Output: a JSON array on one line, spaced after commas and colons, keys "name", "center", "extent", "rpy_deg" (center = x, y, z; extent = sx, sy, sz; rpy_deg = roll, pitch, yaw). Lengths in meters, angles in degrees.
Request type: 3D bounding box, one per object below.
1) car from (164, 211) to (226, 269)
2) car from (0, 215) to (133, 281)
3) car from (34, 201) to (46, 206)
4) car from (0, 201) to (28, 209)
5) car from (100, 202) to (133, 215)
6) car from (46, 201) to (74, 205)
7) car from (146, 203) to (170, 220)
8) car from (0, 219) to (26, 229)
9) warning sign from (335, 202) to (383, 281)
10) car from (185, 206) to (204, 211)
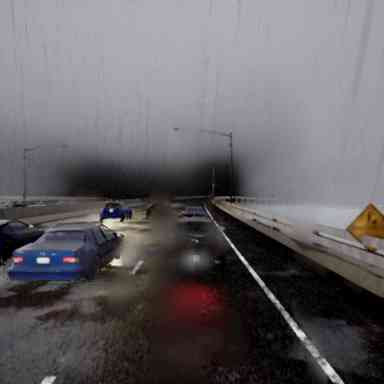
[{"name": "car", "center": [0.107, 1.620, 11.547], "extent": [1.837, 1.490, 4.892], "rpy_deg": [0, 0, 1]}, {"name": "car", "center": [-3.407, 1.650, 10.183], "extent": [2.033, 1.411, 5.357], "rpy_deg": [0, -1, 1]}, {"name": "car", "center": [-20.648, 2.012, 46.654], "extent": [1.994, 1.385, 4.181], "rpy_deg": [0, -1, 1]}, {"name": "car", "center": [-24.182, 1.926, 45.057], "extent": [2.128, 1.511, 4.902], "rpy_deg": [0, -1, 1]}, {"name": "car", "center": [-6.726, 1.643, 29.957], "extent": [2.097, 1.767, 4.553], "rpy_deg": [0, -1, 1]}, {"name": "car", "center": [-17.187, 1.922, 44.892], "extent": [2.128, 1.511, 4.902], "rpy_deg": [0, -1, 1]}, {"name": "car", "center": [-3.196, 1.785, 31.873], "extent": [1.882, 1.535, 5.008], "rpy_deg": [0, -1, 1]}, {"name": "car", "center": [-6.884, 1.685, 12.102], "extent": [1.994, 1.385, 4.181], "rpy_deg": [0, -1, 0]}, {"name": "warning sign", "center": [4.553, 1.200, 8.475], "extent": [1.300, 1.860, 1.060], "rpy_deg": [-1, -1, 0]}, {"name": "car", "center": [0.201, 1.792, 25.112], "extent": [2.033, 1.411, 5.357], "rpy_deg": [0, -1, 1]}]
